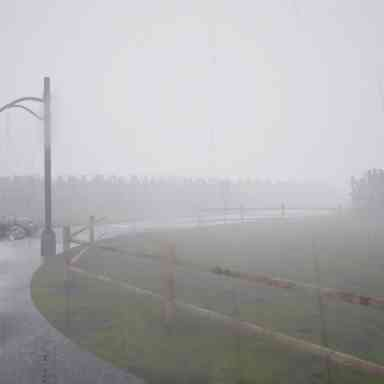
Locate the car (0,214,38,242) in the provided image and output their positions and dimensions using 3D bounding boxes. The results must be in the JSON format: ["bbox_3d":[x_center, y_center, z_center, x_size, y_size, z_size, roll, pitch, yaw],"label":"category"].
[{"bbox_3d":[-9.594,1.495,14.910,4.902,1.511,2.128,0,0,-31],"label":"car"}]
